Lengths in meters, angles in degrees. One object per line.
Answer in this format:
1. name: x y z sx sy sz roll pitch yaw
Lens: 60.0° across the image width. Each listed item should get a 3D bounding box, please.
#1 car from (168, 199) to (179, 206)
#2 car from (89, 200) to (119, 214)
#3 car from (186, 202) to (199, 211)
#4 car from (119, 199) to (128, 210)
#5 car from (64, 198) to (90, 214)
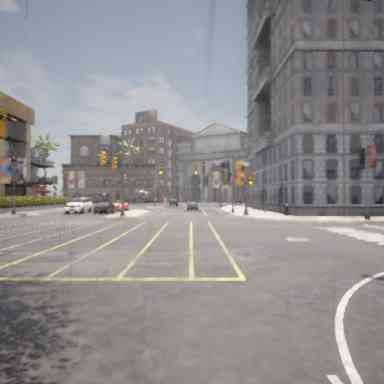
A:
1. car: -3.924 2.242 69.906 1.837 1.490 4.892 0 -1 -8
2. car: -11.537 2.060 43.828 1.882 1.535 5.008 0 -1 1
3. car: 0.085 2.260 53.657 2.033 1.411 5.357 0 -1 0
4. car: -11.545 2.055 52.964 2.097 1.767 4.553 0 -1 0
5. car: -15.026 1.811 44.355 2.150 2.045 5.566 0 -1 0
